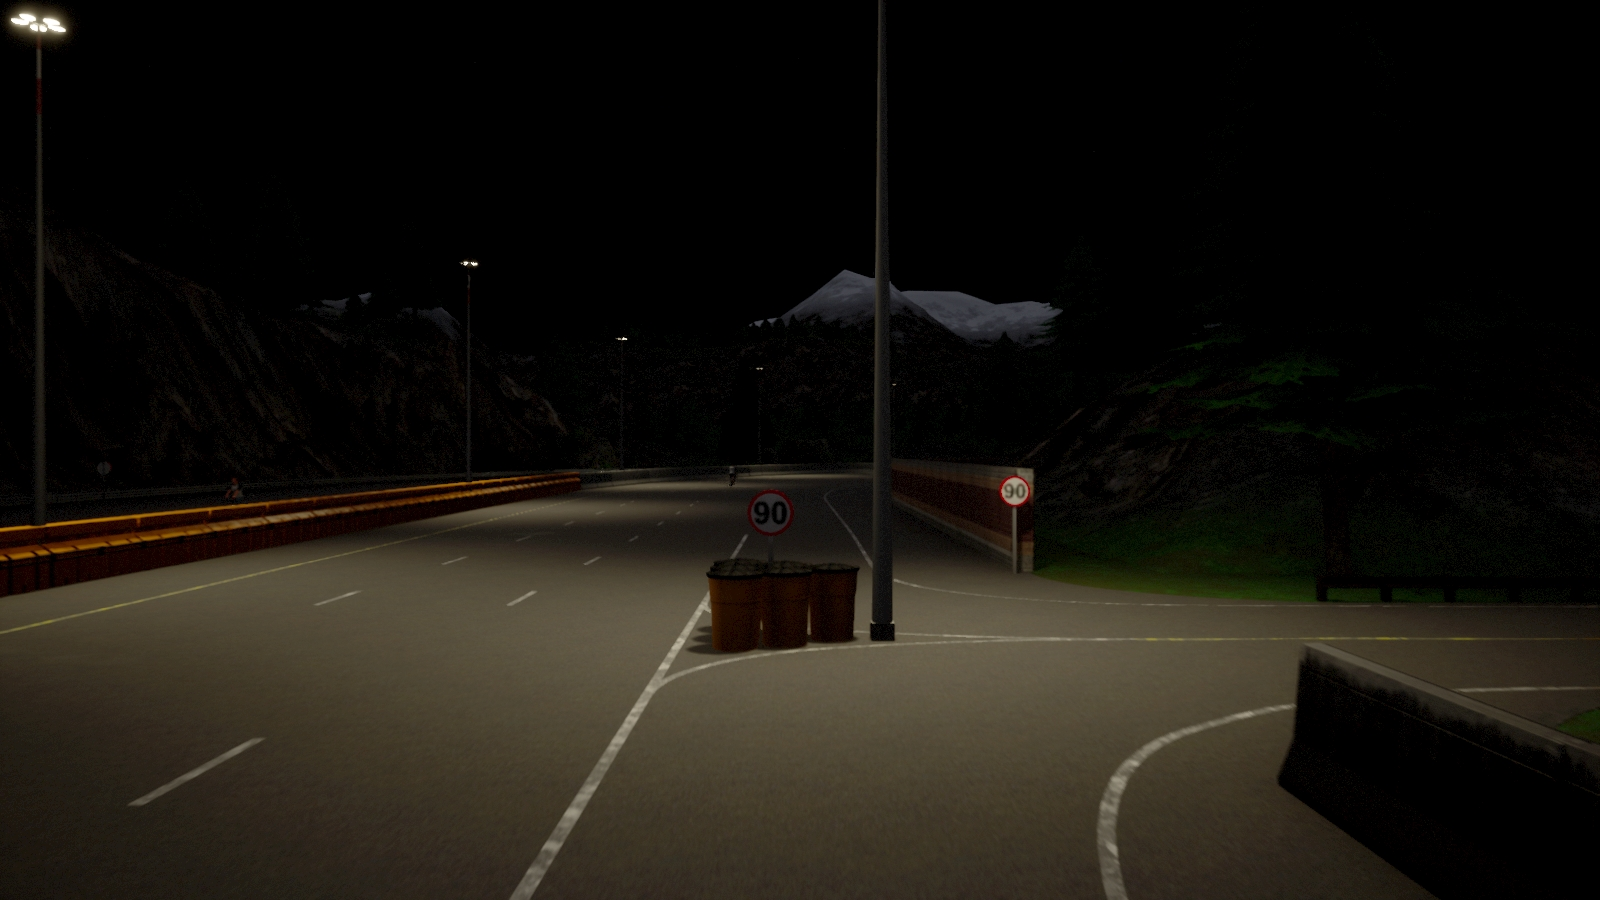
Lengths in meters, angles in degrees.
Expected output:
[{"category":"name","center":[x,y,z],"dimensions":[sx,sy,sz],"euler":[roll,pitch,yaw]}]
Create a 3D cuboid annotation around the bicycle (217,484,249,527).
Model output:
[{"category":"bicycle","center":[-21.075,2.046,42.467],"dimensions":[0.373,1.514,1.643],"euler":[0,0,0]}]
